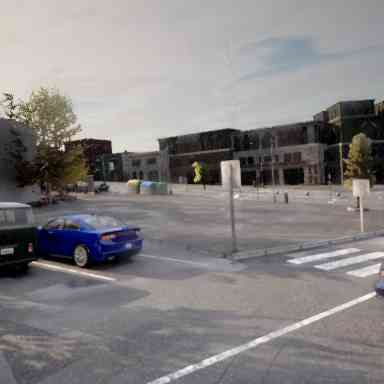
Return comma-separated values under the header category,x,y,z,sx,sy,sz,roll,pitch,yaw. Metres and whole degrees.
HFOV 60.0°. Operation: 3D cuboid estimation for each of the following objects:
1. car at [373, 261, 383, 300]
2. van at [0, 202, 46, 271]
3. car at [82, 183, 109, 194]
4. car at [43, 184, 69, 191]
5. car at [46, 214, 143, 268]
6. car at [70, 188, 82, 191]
category,x,y,z,sx,sy,sz,roll,pitch,yaw
car,5.858,1.531,7.032,5.357,1.411,2.033,0,0,-38
van,-6.471,1.273,9.689,4.442,1.987,1.878,-1,0,35
car,-15.385,-0.628,54.650,2.163,1.488,4.792,1,6,15
car,-25.216,-1.284,61.178,2.185,1.767,4.553,0,6,13
car,-3.925,1.492,11.356,5.008,1.535,2.097,-1,0,35
car,-17.809,-0.791,56.354,2.231,1.521,4.892,1,6,15
